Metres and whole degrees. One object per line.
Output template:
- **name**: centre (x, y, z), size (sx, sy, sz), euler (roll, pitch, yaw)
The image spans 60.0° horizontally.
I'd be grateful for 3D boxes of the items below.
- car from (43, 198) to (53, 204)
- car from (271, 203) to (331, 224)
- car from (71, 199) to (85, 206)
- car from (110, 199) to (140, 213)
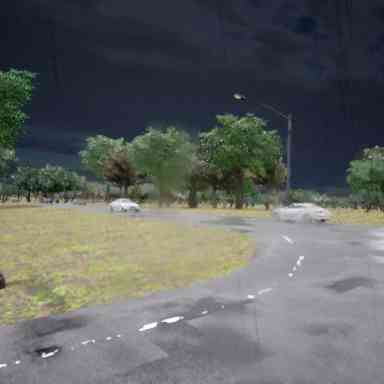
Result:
- **car**: centre (-33.730, 2.145, 77.979), size (2.033, 1.411, 5.357), euler (3, -2, -28)
- **car**: centre (8.142, 1.592, 25.100), size (1.812, 1.442, 4.674), euler (3, -2, -35)
- **car**: centre (-24.713, 2.208, 72.166), size (1.994, 1.385, 4.181), euler (3, -3, -35)
- **car**: centre (-7.075, 1.430, 34.676), size (1.812, 1.442, 4.674), euler (3, -2, -35)
